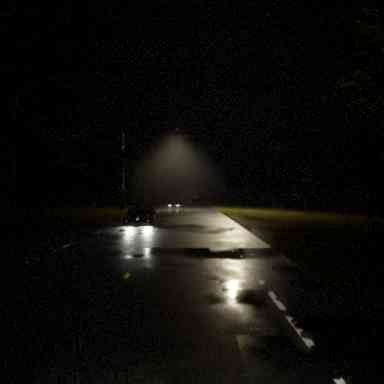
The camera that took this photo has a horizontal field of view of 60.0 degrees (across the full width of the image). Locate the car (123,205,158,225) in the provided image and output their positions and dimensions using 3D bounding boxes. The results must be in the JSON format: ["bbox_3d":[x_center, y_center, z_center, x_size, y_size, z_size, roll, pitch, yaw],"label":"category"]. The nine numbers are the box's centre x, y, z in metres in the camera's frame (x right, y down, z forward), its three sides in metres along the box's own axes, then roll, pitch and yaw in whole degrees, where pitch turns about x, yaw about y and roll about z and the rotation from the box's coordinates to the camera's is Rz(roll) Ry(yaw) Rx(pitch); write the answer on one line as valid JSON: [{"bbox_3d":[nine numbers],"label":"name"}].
[{"bbox_3d":[-3.607,1.600,23.929,1.994,1.385,4.181,0,0,0],"label":"car"}]

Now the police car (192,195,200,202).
[{"bbox_3d":[1.025,1.715,85.562,1.930,1.638,5.238,0,0,0],"label":"police car"}]

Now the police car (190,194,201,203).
[{"bbox_3d":[1.028,1.672,75.562,1.930,1.638,5.238,0,0,0],"label":"police car"}]

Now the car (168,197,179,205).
[{"bbox_3d":[-3.529,1.701,65.391,1.837,1.490,4.892,0,0,0],"label":"car"}]

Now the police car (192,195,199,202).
[{"bbox_3d":[1.023,1.736,91.560,1.930,1.638,5.238,0,0,0],"label":"police car"}]
